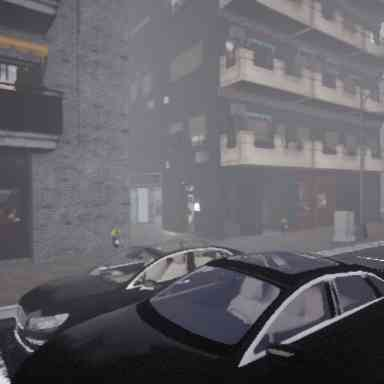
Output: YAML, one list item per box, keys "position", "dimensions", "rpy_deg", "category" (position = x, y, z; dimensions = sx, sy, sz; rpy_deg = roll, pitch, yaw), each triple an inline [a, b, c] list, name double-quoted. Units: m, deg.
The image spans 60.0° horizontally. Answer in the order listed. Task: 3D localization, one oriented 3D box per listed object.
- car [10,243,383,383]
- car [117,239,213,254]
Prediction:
- position: [0.732, 1.495, 3.594]
  dimensions: [4.902, 1.511, 2.128]
  rpy_deg: [0, 0, -36]
  category: "car"
- position: [-0.556, 1.555, 5.719]
  dimensions: [4.403, 1.369, 2.008]
  rpy_deg: [0, -1, -36]
  category: "car"
